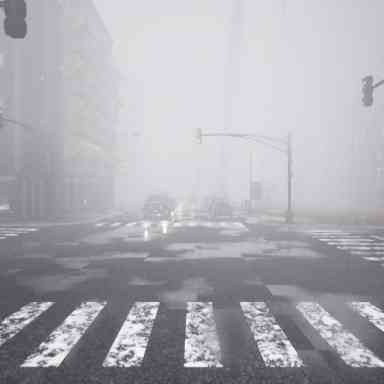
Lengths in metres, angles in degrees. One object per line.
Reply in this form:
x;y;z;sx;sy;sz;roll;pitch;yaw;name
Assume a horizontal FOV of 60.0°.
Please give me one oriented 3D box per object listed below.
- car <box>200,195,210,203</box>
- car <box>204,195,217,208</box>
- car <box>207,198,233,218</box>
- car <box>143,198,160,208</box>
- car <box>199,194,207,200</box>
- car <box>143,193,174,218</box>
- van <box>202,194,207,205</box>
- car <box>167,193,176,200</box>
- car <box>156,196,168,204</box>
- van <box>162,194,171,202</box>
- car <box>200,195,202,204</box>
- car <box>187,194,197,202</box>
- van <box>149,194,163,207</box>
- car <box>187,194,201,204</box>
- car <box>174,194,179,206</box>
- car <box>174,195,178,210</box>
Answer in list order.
2.698;1.368;69.469;1.967;1.590;4.097;-1;0;0;car
2.669;1.417;35.594;1.967;1.590;4.097;-1;0;0;car
2.667;1.528;29.948;1.887;1.381;4.507;-1;0;0;car
-5.669;1.530;46.859;1.947;1.339;4.313;-1;0;0;car
2.740;1.331;86.407;1.967;1.590;4.097;-1;0;0;car
-3.071;1.204;30.411;2.150;2.045;5.566;0;0;0;car
2.676;1.305;46.886;1.690;1.788;3.998;-1;0;0;van
-5.641;1.192;92.028;2.192;1.841;5.009;-1;0;0;car
-5.658;1.483;63.796;1.887;1.381;4.507;-1;0;0;car
-5.653;1.257;75.090;1.690;1.788;3.998;-1;0;0;van
2.682;1.501;52.532;1.887;1.381;4.507;-1;0;0;car
0.077;1.279;70.976;2.097;1.767;4.553;0;0;0;car
-5.668;1.297;52.504;1.690;1.788;3.998;-1;0;0;van
0.143;1.491;60.349;2.033;1.411;5.357;0;0;0;car
-3.055;1.504;52.112;2.033;1.411;5.357;0;0;0;car
-3.067;1.449;40.207;1.882;1.535;5.008;0;0;0;car
